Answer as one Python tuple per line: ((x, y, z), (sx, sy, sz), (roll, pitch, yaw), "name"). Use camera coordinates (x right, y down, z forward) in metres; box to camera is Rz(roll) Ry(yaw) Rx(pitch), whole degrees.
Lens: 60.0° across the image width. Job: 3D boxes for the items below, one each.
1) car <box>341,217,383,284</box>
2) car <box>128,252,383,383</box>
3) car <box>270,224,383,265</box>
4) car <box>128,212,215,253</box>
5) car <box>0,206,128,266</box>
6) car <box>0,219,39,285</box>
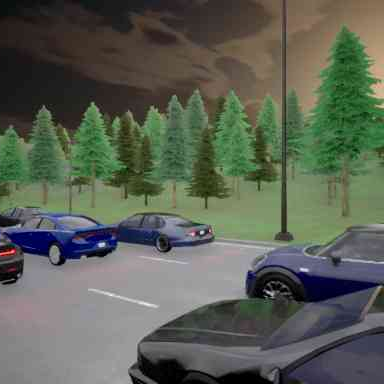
((6.401, 1.505, 7.997), (4.892, 1.490, 1.837), (0, 0, 36), "car")
((1.956, 1.547, 2.543), (5.357, 1.411, 2.033), (0, 0, 36), "car")
((3.256, 1.351, 5.929), (4.553, 1.767, 2.097), (0, 0, 36), "car")
((-1.673, 1.547, 13.757), (5.357, 1.411, 2.033), (0, 0, 35), "car")
((-4.797, 1.478, 11.685), (5.008, 1.535, 1.882), (0, 0, 35), "car")
((-6.083, 1.505, 8.284), (4.892, 1.490, 1.837), (0, 0, 36), "car")
